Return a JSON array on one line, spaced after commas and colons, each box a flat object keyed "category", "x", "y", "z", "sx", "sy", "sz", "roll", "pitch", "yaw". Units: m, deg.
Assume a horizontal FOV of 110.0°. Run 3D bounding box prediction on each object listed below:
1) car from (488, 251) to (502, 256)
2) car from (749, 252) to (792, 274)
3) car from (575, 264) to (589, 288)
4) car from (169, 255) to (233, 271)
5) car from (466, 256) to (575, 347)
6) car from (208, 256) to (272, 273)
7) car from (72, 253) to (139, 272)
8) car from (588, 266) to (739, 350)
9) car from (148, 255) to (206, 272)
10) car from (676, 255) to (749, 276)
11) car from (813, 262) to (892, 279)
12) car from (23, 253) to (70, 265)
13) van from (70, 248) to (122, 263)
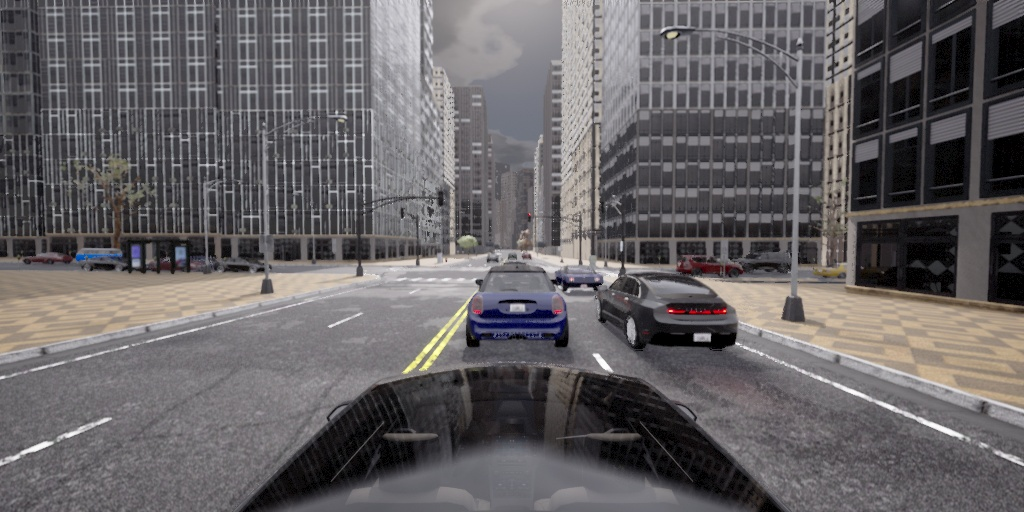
[{"category": "car", "x": -3.207, "y": 0.364, "z": 59.577, "sx": 1.882, "sy": 1.535, "sz": 5.008, "roll": 0, "pitch": 1, "yaw": 1}, {"category": "car", "x": 24.478, "y": 0.678, "z": 35.315, "sx": 5.566, "sy": 2.045, "sz": 2.150, "roll": 0, "pitch": 2, "yaw": 1}, {"category": "car", "x": 3.380, "y": 1.097, "z": 19.022, "sx": 1.895, "sy": 1.301, "sz": 4.718, "roll": 0, "pitch": 1, "yaw": 0}, {"category": "car", "x": -28.623, "y": 0.631, "z": 33.133, "sx": 4.181, "sy": 1.385, "sz": 1.994, "roll": 1, "pitch": 2, "yaw": 1}, {"category": "car", "x": 0.112, "y": 0.994, "z": 9.104, "sx": 2.097, "sy": 1.767, "sz": 4.553, "roll": 0, "pitch": 1, "yaw": 0}, {"category": "car", "x": -22.683, "y": 0.771, "z": 30.303, "sx": 4.313, "sy": 1.339, "sz": 1.948, "roll": 0, "pitch": 0, "yaw": 1}, {"category": "car", "x": -34.047, "y": 0.662, "z": 30.627, "sx": 4.313, "sy": 1.339, "sz": 1.948, "roll": 0, "pitch": 0, "yaw": 1}, {"category": "car", "x": 3.361, "y": 1.152, "z": 8.735, "sx": 1.837, "sy": 1.490, "sz": 4.892, "roll": 0, "pitch": 1, "yaw": 0}, {"category": "car", "x": -28.367, "y": 0.733, "z": 30.445, "sx": 4.207, "sy": 1.307, "sz": 1.802, "roll": 0, "pitch": 0, "yaw": 1}, {"category": "car", "x": 16.241, "y": 0.873, "z": 29.713, "sx": 5.009, "sy": 1.841, "sz": 2.192, "roll": 0, "pitch": 0, "yaw": 1}, {"category": "car", "x": 27.689, "y": 1.185, "z": 29.498, "sx": 4.829, "sy": 1.417, "sz": 1.751, "roll": 0, "pitch": 0, "yaw": 1}, {"category": "car", "x": -50.906, "y": 0.262, "z": 39.427, "sx": 4.207, "sy": 1.307, "sz": 1.802, "roll": 0, "pitch": 0, "yaw": 1}, {"category": "van", "x": -45.223, "y": 0.075, "z": 39.302, "sx": 3.998, "sy": 1.789, "sz": 1.690, "roll": 0, "pitch": 0, "yaw": 1}]
